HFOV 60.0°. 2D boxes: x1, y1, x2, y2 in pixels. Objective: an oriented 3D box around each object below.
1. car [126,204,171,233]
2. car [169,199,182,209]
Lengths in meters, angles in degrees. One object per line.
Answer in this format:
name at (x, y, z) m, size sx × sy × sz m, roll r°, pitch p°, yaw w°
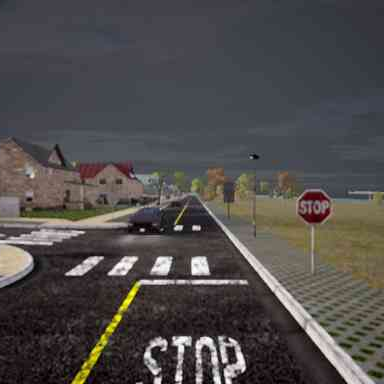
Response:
car at (-2.662, 1.677, 20.549) m, size 2.033 × 1.411 × 5.357 m, roll 0°, pitch 0°, yaw 0°
car at (-2.507, 1.840, 51.671) m, size 1.994 × 1.385 × 4.181 m, roll 0°, pitch 0°, yaw 0°
